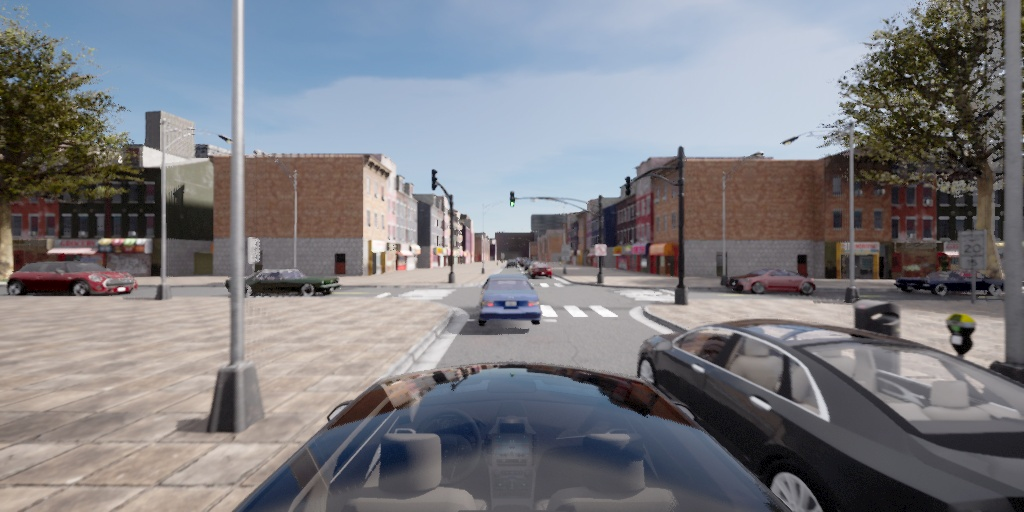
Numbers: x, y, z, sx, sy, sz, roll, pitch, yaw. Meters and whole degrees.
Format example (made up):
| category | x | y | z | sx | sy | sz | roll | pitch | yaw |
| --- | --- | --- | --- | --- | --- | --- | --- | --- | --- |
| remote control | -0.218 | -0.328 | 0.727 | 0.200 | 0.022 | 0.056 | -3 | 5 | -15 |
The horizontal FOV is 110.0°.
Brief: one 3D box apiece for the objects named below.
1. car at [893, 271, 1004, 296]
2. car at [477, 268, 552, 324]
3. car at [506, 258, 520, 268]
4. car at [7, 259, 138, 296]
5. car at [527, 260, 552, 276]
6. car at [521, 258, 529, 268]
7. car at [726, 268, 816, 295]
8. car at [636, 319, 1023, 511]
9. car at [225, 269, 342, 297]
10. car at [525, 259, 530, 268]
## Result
| category | x | y | z | sx | sy | sz | roll | pitch | yaw |
| --- | --- | --- | --- | --- | --- | --- | --- | --- | --- |
| car | 24.697 | 1.512 | 20.223 | 4.718 | 1.301 | 1.895 | 0 | 0 | 0 |
| car | -0.174 | 1.294 | 11.897 | 2.033 | 1.411 | 5.357 | 0 | 0 | -3 |
| car | -0.016 | 1.325 | 61.875 | 1.837 | 1.490 | 4.892 | 0 | 0 | 0 |
| car | -21.303 | 1.041 | 17.535 | 4.553 | 1.767 | 2.097 | 0 | 0 | 0 |
| car | 2.630 | 1.302 | 32.572 | 1.888 | 1.381 | 4.507 | 0 | 0 | 0 |
| car | 2.625 | 1.351 | 49.610 | 1.948 | 1.339 | 4.313 | 0 | 0 | 0 |
| car | 14.541 | 1.401 | 20.284 | 4.181 | 1.385 | 1.994 | 0 | 0 | 0 |
| car | 2.638 | 1.299 | 3.542 | 2.007 | 1.370 | 4.403 | 0 | 0 | 0 |
| car | -10.969 | 1.308 | 17.474 | 4.718 | 1.301 | 1.895 | 0 | 0 | 0 |
| car | 2.628 | 1.290 | 38.421 | 1.751 | 1.417 | 4.829 | 0 | 0 | 0 |
